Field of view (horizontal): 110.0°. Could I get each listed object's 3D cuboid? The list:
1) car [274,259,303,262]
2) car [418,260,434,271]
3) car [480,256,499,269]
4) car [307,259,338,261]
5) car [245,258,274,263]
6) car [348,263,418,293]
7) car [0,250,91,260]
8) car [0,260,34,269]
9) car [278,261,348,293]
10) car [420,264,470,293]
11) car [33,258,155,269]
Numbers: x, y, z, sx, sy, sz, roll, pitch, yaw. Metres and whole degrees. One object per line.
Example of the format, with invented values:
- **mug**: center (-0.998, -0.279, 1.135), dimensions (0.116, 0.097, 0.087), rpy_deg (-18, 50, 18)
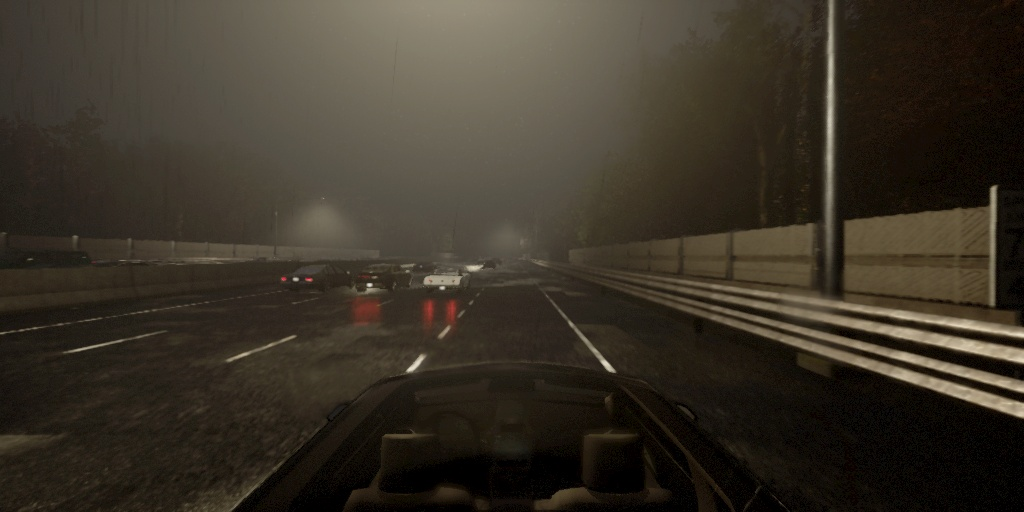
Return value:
- **car**: center (-24.459, 1.075, 40.989), dimensions (1.895, 1.301, 4.718), rpy_deg (1, 0, 0)
- **car**: center (-10.446, 1.198, 43.117), dimensions (1.994, 1.385, 4.181), rpy_deg (1, 0, 0)
- **car**: center (-3.431, 1.223, 55.270), dimensions (1.837, 1.490, 4.892), rpy_deg (1, 0, 0)
- **car**: center (-20.961, 1.040, 40.752), dimensions (1.812, 1.442, 4.674), rpy_deg (1, 0, 0)
- **car**: center (-27.959, 0.927, 40.144), dimensions (2.128, 1.511, 4.902), rpy_deg (1, 0, 0)
- **car**: center (-6.974, 1.179, 19.994), dimensions (1.837, 1.490, 4.892), rpy_deg (1, 0, 0)
- **car**: center (-28.038, 0.655, 20.861), dimensions (2.150, 2.045, 5.566), rpy_deg (1, 0, 0)
- **car**: center (-24.554, 1.035, 19.147), dimensions (1.994, 1.385, 4.181), rpy_deg (1, 0, 0)
- **car**: center (-10.472, 1.179, 19.872), dimensions (2.033, 1.411, 5.357), rpy_deg (1, 0, 0)
- **car**: center (-3.477, 1.313, 20.145), dimensions (1.895, 1.301, 4.718), rpy_deg (1, 0, 0)
- **car**: center (-21.057, 1.017, 18.980), dimensions (1.837, 1.490, 4.892), rpy_deg (1, 0, 0)
